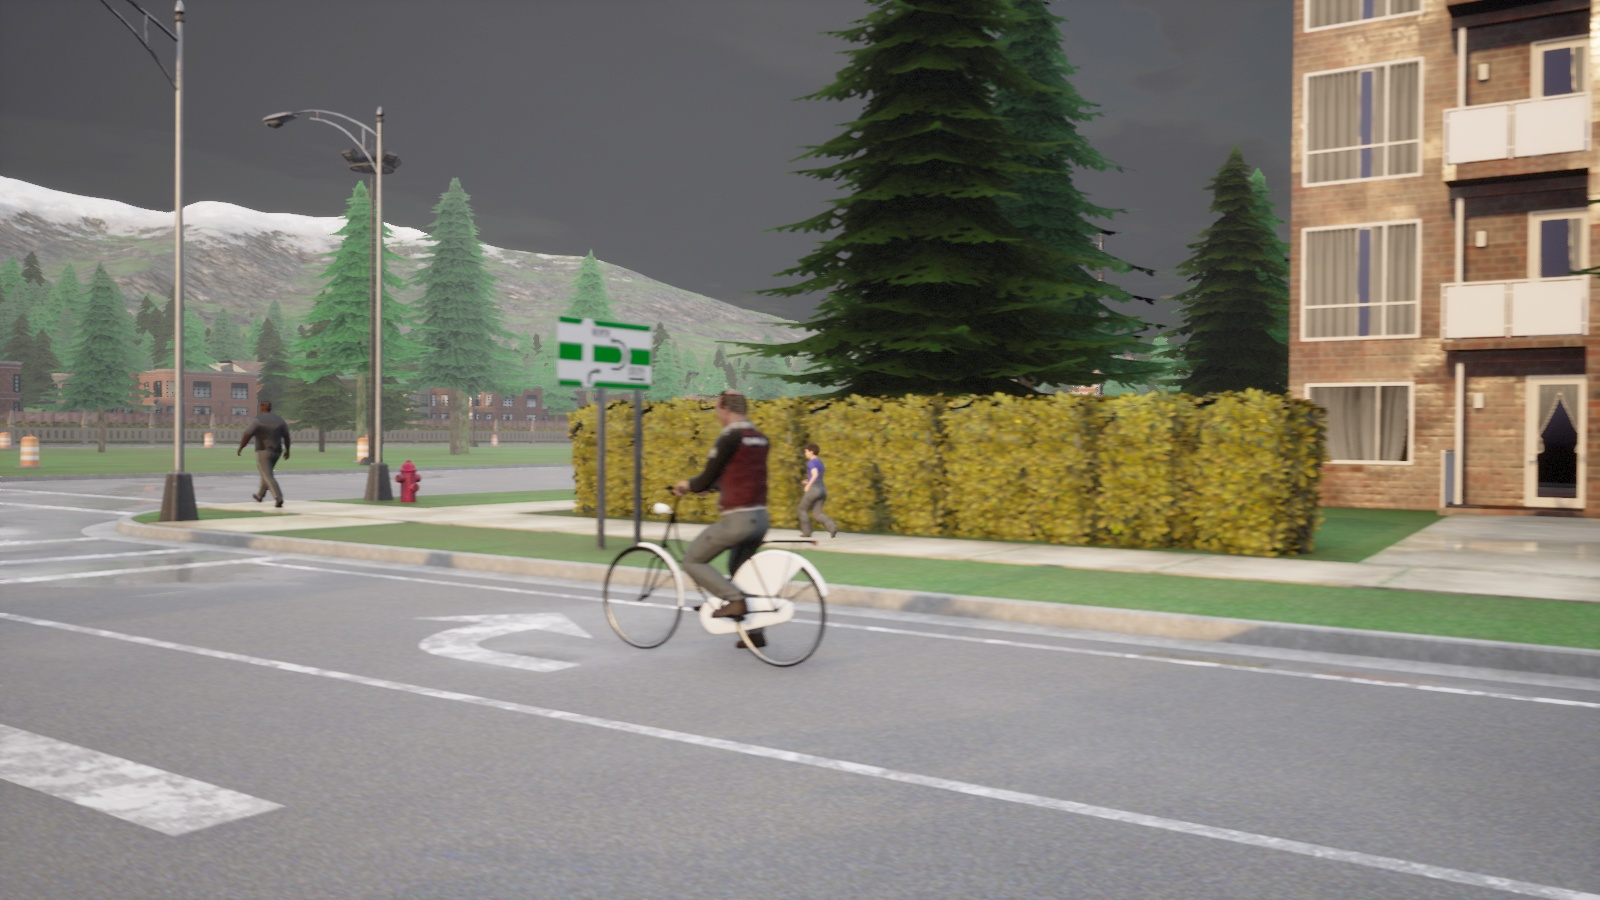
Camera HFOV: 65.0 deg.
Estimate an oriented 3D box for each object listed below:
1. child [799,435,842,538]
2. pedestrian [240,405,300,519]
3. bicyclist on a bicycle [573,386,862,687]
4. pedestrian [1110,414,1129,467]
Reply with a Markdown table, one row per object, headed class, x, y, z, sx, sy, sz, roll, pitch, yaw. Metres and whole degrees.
| class | x | y | z | sx | sy | sz | roll | pitch | yaw |
| --- | --- | --- | --- | --- | --- | --- | --- | --- | --- |
| child | 0.256 | 0.448 | 15.660 | 0.437 | 1.263 | 0.270 | 0 | 1 | 33 |
| pedestrian | -8.917 | 0.194 | 21.124 | 0.849 | 1.883 | 0.563 | 0 | 1 | 40 |
| bicyclist on a bicycle | -0.563 | 0.503 | 8.197 | 1.843 | 1.776 | 0.659 | 0 | 1 | 34 |
| pedestrian | 11.859 | -0.357 | 46.566 | 0.423 | 1.949 | 0.788 | 0 | 1 | 34 |
